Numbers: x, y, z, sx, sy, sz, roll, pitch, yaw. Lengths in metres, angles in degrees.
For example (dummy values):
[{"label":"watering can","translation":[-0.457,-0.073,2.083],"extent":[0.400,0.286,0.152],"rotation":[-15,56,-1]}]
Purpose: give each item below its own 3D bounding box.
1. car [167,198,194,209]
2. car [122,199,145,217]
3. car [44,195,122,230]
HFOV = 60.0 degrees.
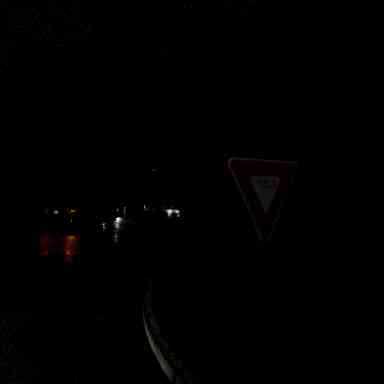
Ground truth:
[{"label":"car","translation":[-1.271,1.472,43.105],"extent":[2.033,1.411,5.357],"rotation":[0,0,25]},{"label":"car","translation":[-6.401,1.500,32.110],"extent":[1.837,1.490,4.892],"rotation":[0,0,26]},{"label":"car","translation":[-6.893,1.224,21.189],"extent":[2.150,2.045,5.566],"rotation":[-1,0,15]}]
